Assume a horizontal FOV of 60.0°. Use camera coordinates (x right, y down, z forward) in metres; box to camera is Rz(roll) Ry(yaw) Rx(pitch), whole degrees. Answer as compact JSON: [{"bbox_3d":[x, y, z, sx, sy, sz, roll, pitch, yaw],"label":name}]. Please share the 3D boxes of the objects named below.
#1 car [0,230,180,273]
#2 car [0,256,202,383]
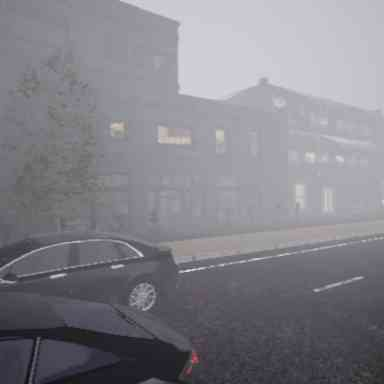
[{"bbox_3d":[-2.525,1.504,5.877,4.892,1.490,1.837,0,0,-36],"label":"car"},{"bbox_3d":[-1.913,1.564,2.322,4.181,1.385,1.994,0,0,-36],"label":"car"}]
